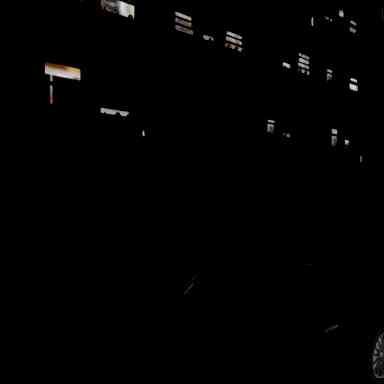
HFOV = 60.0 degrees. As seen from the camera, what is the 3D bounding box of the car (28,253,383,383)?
[{"bbox_3d":[0.666,1.526,3.854,4.674,1.442,1.812,0,0,-36],"label":"car"}]
